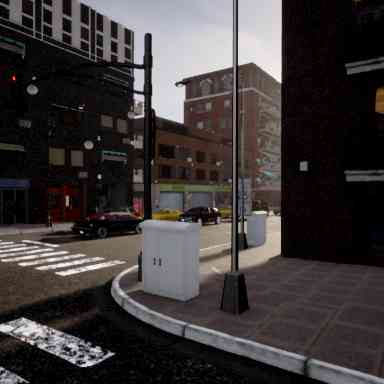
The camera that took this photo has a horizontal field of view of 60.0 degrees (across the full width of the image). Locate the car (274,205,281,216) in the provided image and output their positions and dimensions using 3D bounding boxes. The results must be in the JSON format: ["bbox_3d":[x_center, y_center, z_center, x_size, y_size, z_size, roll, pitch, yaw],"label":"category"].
[{"bbox_3d":[12.513,2.394,44.205,2.033,1.411,5.357,0,-1,35],"label":"car"}]

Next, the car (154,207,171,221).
[{"bbox_3d":[-2.353,1.944,27.528,1.752,1.417,4.829,-1,-2,35],"label":"car"}]

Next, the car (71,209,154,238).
[{"bbox_3d":[-4.667,1.881,19.663,1.895,1.301,4.718,0,-1,35],"label":"car"}]

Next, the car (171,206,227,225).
[{"bbox_3d":[0.700,1.962,27.349,1.837,1.490,4.892,0,-1,35],"label":"car"}]

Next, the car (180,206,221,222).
[{"bbox_3d":[0.905,2.092,32.196,1.947,1.339,4.313,-1,-2,35],"label":"car"}]

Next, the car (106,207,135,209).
[{"bbox_3d":[-5.416,1.758,23.141,1.967,1.590,4.097,-1,-2,35],"label":"car"}]

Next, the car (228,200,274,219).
[{"bbox_3d":[6.385,1.866,35.494,2.150,2.045,5.566,0,-1,35],"label":"car"}]
